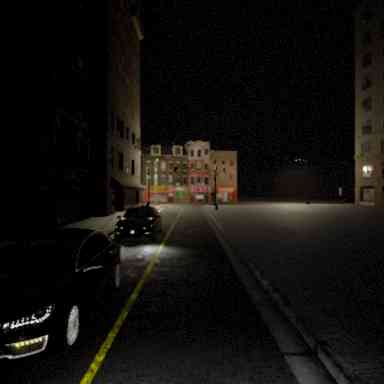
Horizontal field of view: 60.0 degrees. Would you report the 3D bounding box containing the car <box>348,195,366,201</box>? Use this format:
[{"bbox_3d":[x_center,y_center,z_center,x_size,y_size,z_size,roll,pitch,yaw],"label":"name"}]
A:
[{"bbox_3d":[41.396,1.546,83.469,1.994,1.385,4.181,0,0,-10],"label":"car"}]

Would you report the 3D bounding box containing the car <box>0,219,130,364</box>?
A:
[{"bbox_3d":[-2.598,1.504,6.245,1.837,1.490,4.892,0,0,0],"label":"car"}]

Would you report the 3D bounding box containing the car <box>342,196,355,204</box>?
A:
[{"bbox_3d":[29.164,1.427,58.838,5.008,1.535,1.882,0,0,-9],"label":"car"}]

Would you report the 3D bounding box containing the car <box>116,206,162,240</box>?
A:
[{"bbox_3d":[-2.593,1.503,16.947,1.837,1.490,4.892,0,0,0],"label":"car"}]
